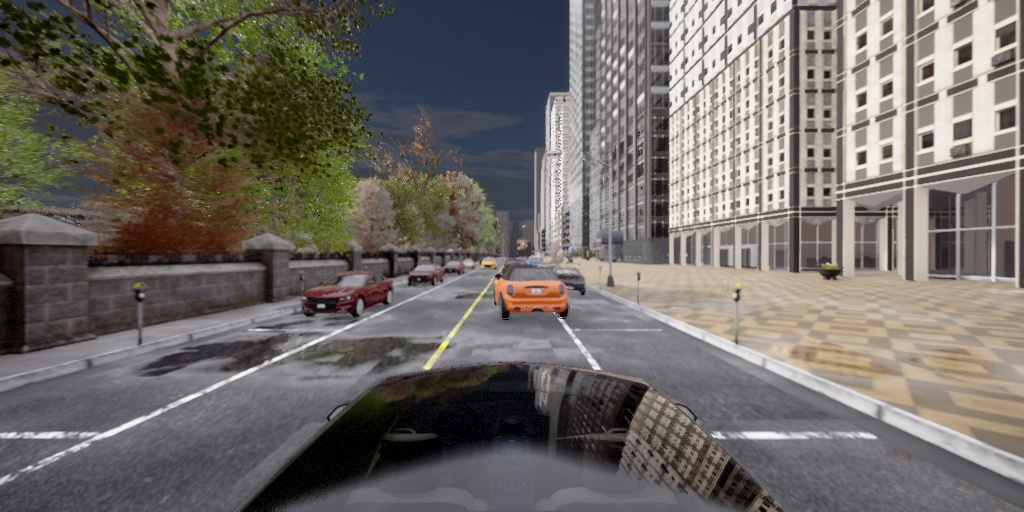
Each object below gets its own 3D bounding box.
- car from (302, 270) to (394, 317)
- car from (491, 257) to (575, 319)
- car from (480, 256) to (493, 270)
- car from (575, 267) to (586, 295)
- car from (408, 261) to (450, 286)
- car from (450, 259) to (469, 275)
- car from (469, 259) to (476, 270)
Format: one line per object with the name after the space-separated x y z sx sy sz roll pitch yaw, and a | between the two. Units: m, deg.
-5.689 1.237 12.936 1.888 1.381 4.507 0 0 0 | car
0.503 1.044 12.730 2.097 1.767 4.553 0 0 -6 | car
-3.031 1.002 48.123 1.882 1.535 5.008 0 0 1 | car
2.692 1.213 18.566 2.007 1.370 4.403 0 0 0 | car
-5.687 1.179 24.200 1.888 1.381 4.507 0 0 0 | car
-5.685 1.126 35.464 1.888 1.381 4.507 0 0 0 | car
-5.683 1.056 46.559 1.751 1.417 4.829 0 0 0 | car
